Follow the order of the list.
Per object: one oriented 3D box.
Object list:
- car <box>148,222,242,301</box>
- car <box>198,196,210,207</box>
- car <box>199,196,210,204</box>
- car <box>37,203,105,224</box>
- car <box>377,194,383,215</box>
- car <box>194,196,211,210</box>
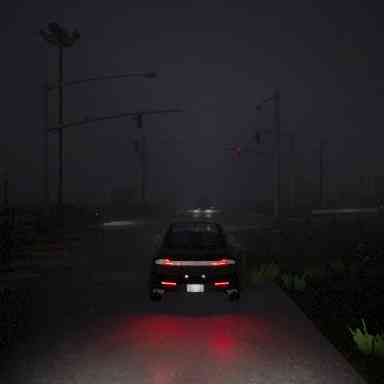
[{"bbox_3d":[0.079,1.492,8.323,2.128,1.511,4.902,0,0,0],"label":"car"},{"bbox_3d":[1.893,1.443,52.117,1.882,1.535,5.008,0,0,3],"label":"car"},{"bbox_3d":[2.426,1.529,62.059,1.994,1.385,4.181,0,0,3],"label":"car"},{"bbox_3d":[-8.646,1.526,23.963,4.674,1.442,1.812,0,0,1],"label":"car"},{"bbox_3d":[15.665,0.983,22.589,5.566,2.045,2.150,-3,0,5],"label":"car"},{"bbox_3d":[1.422,1.491,42.909,1.812,1.442,4.674,0,0,3],"label":"car"}]
